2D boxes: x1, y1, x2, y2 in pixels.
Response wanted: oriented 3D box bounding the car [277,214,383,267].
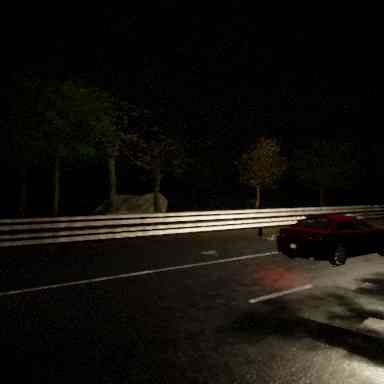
[{"bbox_3d":[5.152,1.534,11.742,5.008,1.535,1.882,0,0,-35],"label":"car"}]
